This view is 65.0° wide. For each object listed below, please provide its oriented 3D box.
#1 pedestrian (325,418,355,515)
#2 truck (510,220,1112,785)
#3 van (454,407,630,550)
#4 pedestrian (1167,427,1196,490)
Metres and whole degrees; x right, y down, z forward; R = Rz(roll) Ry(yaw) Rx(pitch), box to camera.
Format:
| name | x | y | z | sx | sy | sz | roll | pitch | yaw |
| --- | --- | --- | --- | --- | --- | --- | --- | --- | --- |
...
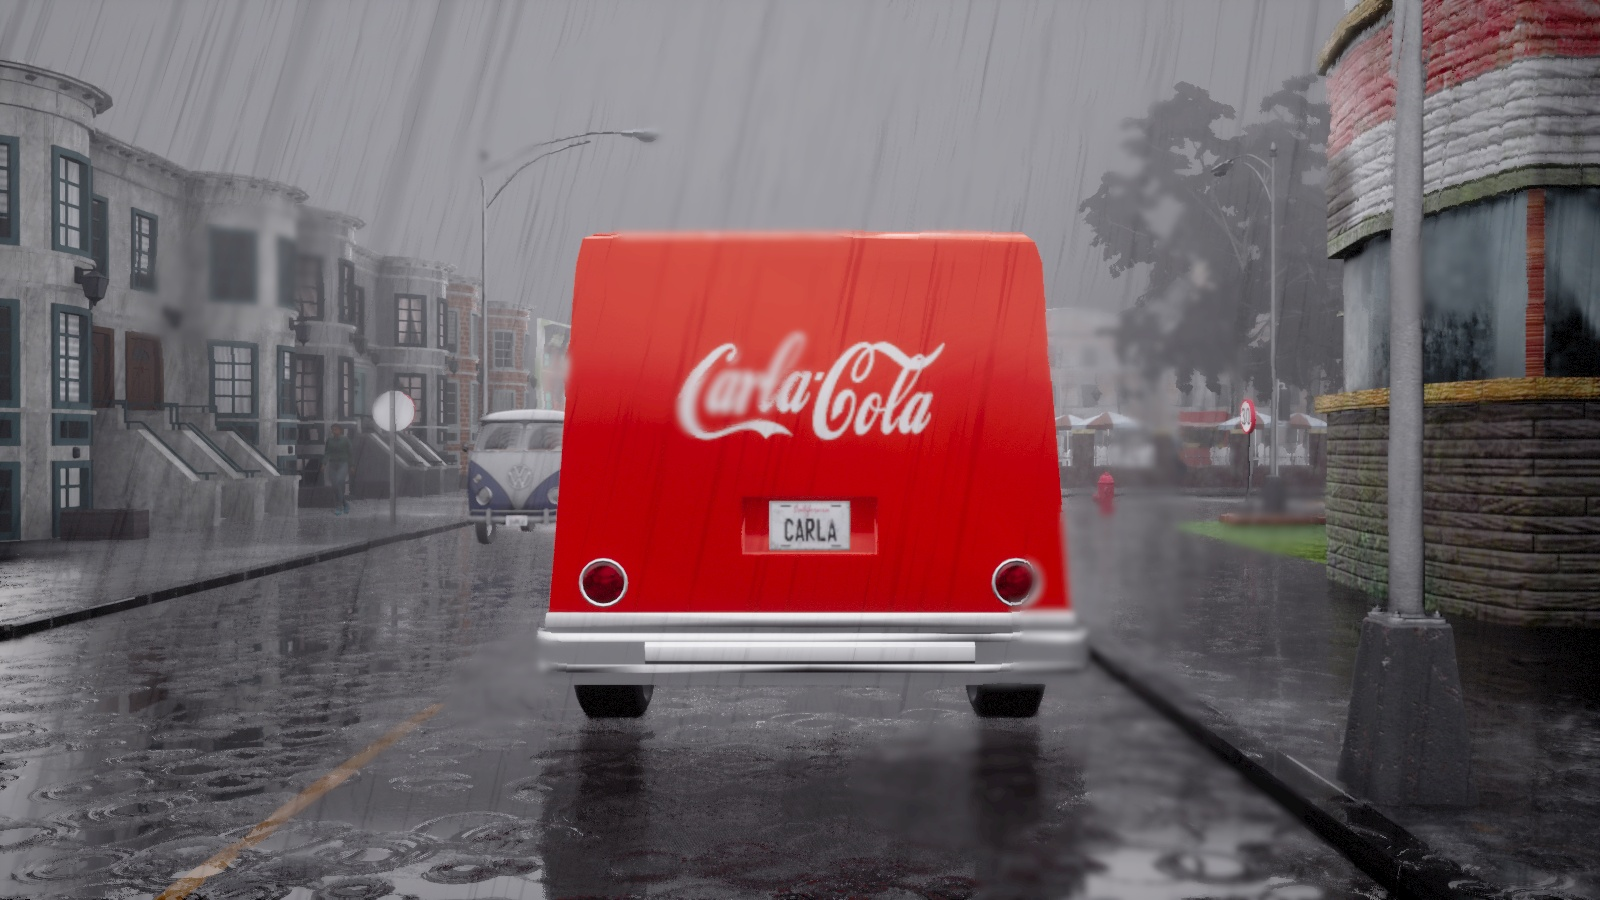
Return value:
| name | x | y | z | sx | sy | sz | roll | pitch | yaw |
| --- | --- | --- | --- | --- | --- | --- | --- | --- | --- |
| pedestrian | -8.896 | 0.312 | 24.292 | 0.353 | 1.847 | 0.614 | 0 | 0 | 1 |
| truck | 0.060 | 0.214 | 8.087 | 2.627 | 2.467 | 5.204 | 0 | 0 | 0 |
| van | -3.883 | 0.386 | 19.654 | 1.775 | 1.987 | 4.442 | 0 | 0 | 1 |
| pedestrian | 11.422 | 0.253 | 37.599 | 0.694 | 1.848 | 0.540 | 0 | 0 | 2 |
